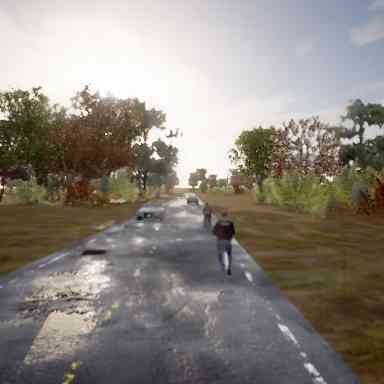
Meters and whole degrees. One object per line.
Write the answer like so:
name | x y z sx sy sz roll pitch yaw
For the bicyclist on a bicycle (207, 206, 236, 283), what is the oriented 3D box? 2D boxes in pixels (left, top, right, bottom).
bicyclist on a bicycle | 0.830 1.347 8.733 0.659 1.776 1.843 0 0 0

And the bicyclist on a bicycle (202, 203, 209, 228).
bicyclist on a bicycle | 0.833 1.403 17.701 0.582 1.620 1.656 0 0 0

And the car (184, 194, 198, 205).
car | 0.115 1.310 56.144 2.128 1.511 4.902 0 0 0

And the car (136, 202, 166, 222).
car | -3.090 1.489 25.723 1.994 1.385 4.181 0 0 0

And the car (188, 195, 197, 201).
car | 0.021 1.345 73.719 1.895 1.301 4.718 0 0 0
